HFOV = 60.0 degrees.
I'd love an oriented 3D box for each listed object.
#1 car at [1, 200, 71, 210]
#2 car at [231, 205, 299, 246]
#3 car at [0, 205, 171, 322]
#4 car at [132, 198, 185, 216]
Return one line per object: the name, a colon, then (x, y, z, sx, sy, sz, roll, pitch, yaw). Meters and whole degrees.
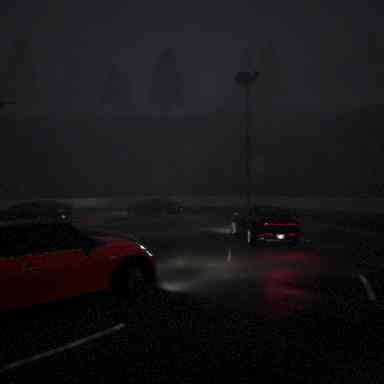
car: (-11.019, 1.409, 22.188, 4.892, 1.490, 1.837, -1, -2, 0)
car: (2.989, 1.314, 14.339, 1.837, 1.490, 4.892, 1, 0, -5)
car: (-2.917, 1.319, 6.559, 4.553, 1.767, 2.097, -1, 1, -43)
car: (-3.030, 1.223, 27.449, 5.008, 1.535, 1.882, 0, 0, 28)
